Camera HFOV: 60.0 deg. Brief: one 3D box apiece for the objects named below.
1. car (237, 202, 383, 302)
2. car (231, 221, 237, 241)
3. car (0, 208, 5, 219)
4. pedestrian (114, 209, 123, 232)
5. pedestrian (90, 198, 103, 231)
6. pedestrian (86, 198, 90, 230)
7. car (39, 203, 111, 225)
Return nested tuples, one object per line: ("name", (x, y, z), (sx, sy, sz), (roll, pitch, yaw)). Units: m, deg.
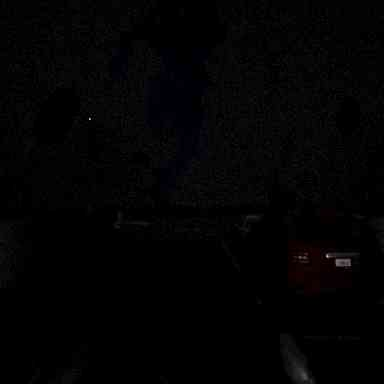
("car", (2.634, 1.315, 8.186), (2.192, 1.841, 5.009), (0, 0, 0))
("car", (2.633, 1.525, 13.902), (1.752, 1.417, 4.829), (0, 0, 0))
("car", (-17.894, 1.705, 26.931), (5.008, 1.535, 1.882), (-1, 0, 0))
("pedestrian", (-3.738, 1.421, 17.100), (0.375, 1.300, 0.375), (0, 0, 0))
("pedestrian", (-5.088, 1.166, 17.765), (0.375, 1.860, 0.375), (0, 0, 0))
("pedestrian", (-5.591, 1.175, 18.361), (0.375, 1.860, 0.375), (0, 0, 0))
("car", (-8.377, 1.570, 23.931), (4.902, 1.511, 2.128), (-1, 0, 0))
